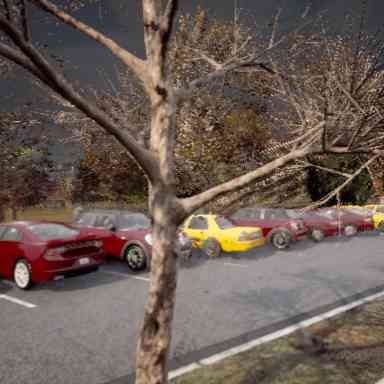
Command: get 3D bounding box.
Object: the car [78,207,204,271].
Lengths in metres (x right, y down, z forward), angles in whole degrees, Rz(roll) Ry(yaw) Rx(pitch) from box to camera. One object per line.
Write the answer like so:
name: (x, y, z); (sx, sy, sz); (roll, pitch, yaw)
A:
car: (-2.196, 1.379, 10.976); (4.553, 1.767, 2.185); (-1, -1, 34)

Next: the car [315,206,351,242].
car: (4.947, 1.539, 16.267); (4.674, 1.452, 2.002); (-1, -1, 33)

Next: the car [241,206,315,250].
car: (2.607, 1.375, 14.467); (4.553, 1.767, 2.185); (-1, -1, 33)

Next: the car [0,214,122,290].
car: (-4.561, 1.505, 9.203); (5.008, 1.535, 2.097); (-1, -1, 34)

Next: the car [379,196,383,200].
car: (14.311, 1.366, 23.539); (4.553, 1.767, 2.185); (-1, -1, 32)

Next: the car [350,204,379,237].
car: (7.297, 1.537, 18.070); (4.674, 1.452, 2.002); (-1, -1, 33)

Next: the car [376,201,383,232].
car: (9.794, 1.490, 19.793); (5.366, 1.575, 1.946); (-1, -1, 32)

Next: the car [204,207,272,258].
car: (0.055, 1.502, 12.812); (5.366, 1.575, 1.946); (-1, 0, 34)
